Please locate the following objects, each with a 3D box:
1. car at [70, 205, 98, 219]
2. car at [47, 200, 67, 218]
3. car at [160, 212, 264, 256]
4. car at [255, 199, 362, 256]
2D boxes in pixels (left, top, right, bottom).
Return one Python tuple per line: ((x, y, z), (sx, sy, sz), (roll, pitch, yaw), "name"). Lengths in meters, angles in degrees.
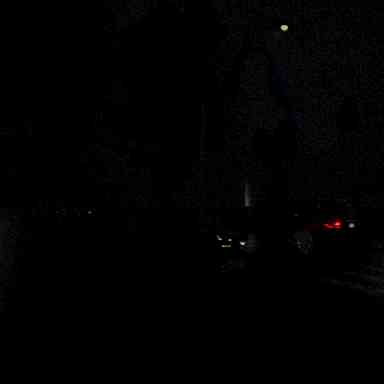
((-11.988, 2.162, 36.847), (1.994, 1.385, 4.181), (0, -1, -35), "car")
((-15.665, 1.869, 37.029), (2.150, 2.045, 5.566), (0, -1, -34), "car")
((0.424, 1.627, 13.861), (1.837, 1.490, 4.892), (0, -1, -35), "car")
((4.050, 1.308, 13.817), (2.150, 2.045, 5.566), (0, -1, -35), "car")
